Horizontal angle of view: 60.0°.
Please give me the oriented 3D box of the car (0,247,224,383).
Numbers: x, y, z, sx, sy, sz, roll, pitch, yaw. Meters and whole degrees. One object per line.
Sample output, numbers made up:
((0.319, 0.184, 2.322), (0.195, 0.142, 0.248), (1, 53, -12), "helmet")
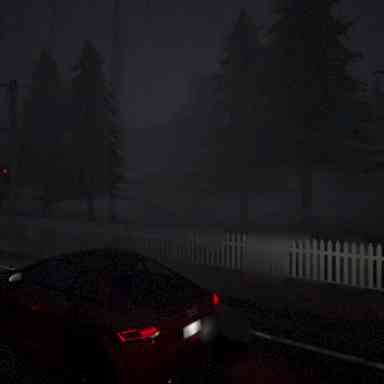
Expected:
((-1.621, 1.565, 5.068), (4.181, 1.385, 1.994), (0, 0, 36), "car")
